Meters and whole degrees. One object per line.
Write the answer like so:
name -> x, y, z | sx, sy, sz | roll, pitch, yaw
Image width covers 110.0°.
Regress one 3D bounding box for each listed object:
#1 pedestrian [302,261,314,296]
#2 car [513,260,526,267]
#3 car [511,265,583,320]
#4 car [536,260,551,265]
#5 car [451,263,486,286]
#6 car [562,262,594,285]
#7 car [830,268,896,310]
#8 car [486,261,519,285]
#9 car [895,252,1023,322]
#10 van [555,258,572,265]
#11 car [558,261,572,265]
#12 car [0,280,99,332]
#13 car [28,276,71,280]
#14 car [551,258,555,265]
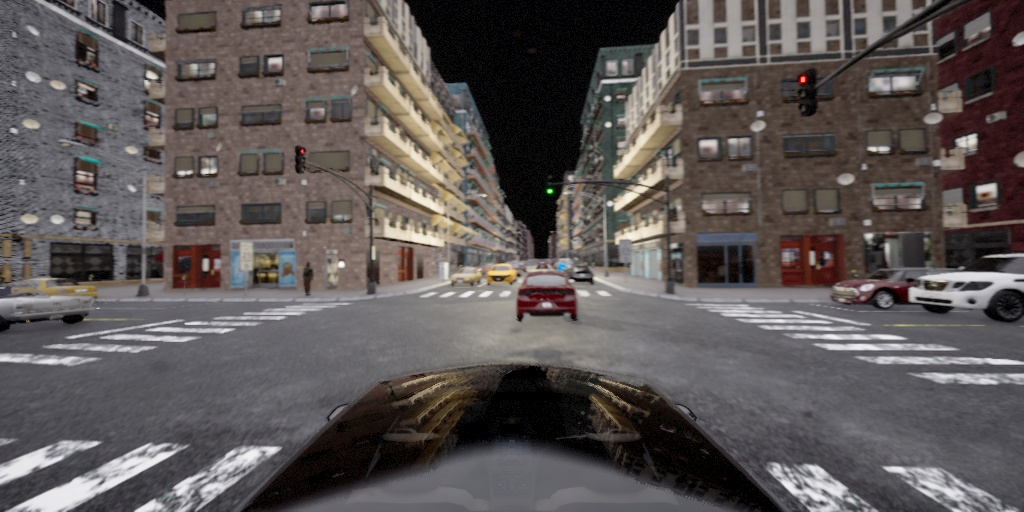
pedestrian -> -10.934, 1.214, 19.239 | 0.375, 1.860, 0.375 | -1, -2, 5
car -> 0.102, 1.476, 37.653 | 2.033, 1.411, 5.357 | -1, 0, 5
car -> 1.208, 1.264, 12.767 | 1.882, 1.535, 5.008 | -1, 0, 5
car -> 4.890, 1.481, 57.456 | 1.812, 1.442, 4.674 | -1, 0, 5
car -> -3.381, 1.456, 27.083 | 1.751, 1.417, 4.829 | 0, 0, 5
car -> 4.983, 1.362, 26.548 | 1.948, 1.339, 4.313 | 0, 0, 5
car -> 14.895, 1.176, 13.835 | 4.097, 1.591, 1.967 | 0, 0, 5
car -> -0.743, 1.369, 27.727 | 1.882, 1.535, 5.008 | -1, 0, 5
car -> 16.118, 0.887, 11.118 | 5.566, 2.045, 2.150 | -1, -1, 7
van -> 6.407, 1.200, 43.415 | 1.690, 1.789, 3.998 | 0, 0, 5
car -> 5.458, 1.368, 32.170 | 2.007, 1.370, 4.403 | 0, 0, 5
car -> -15.774, 1.532, 10.958 | 4.718, 1.301, 1.895 | -1, -1, 6
car -> -23.056, 1.661, 17.491 | 4.829, 1.417, 1.751 | 0, 0, 5
car -> 7.371, 1.427, 54.829 | 1.751, 1.417, 4.829 | 0, 0, 5
